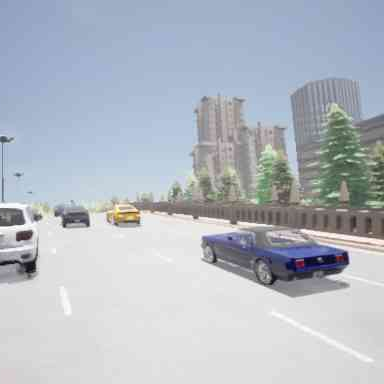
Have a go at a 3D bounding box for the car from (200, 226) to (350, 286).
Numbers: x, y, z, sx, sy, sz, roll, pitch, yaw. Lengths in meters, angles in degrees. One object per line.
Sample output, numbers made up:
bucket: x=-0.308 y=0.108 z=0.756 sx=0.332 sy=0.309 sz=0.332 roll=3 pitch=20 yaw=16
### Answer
car: x=1.989 y=1.645 z=9.695 sx=1.895 sy=1.301 sz=4.718 roll=-1 pitch=0 yaw=-24

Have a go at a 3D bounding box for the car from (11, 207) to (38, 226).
car: x=-14.168 y=1.991 z=28.323 sx=1.895 sy=1.301 sz=4.718 roll=-1 pitch=0 yaw=-24

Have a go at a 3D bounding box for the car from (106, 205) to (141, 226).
car: x=-5.461 y=1.739 z=26.081 sx=1.882 sy=1.535 sz=5.008 roll=-1 pitch=0 yaw=-24

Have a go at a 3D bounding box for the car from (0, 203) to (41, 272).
car: x=-6.296 y=1.382 z=11.000 sx=2.150 sy=2.045 sz=5.566 roll=-1 pitch=0 yaw=-24

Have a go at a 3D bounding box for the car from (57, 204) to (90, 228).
car: x=-8.983 y=1.807 z=25.375 sx=1.837 sy=1.490 sz=4.892 roll=-1 pitch=0 yaw=-25

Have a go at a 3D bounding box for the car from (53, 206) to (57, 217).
car: x=-14.887 y=2.078 z=38.366 sx=1.994 sy=1.385 sz=4.181 roll=-1 pitch=-1 yaw=-25
